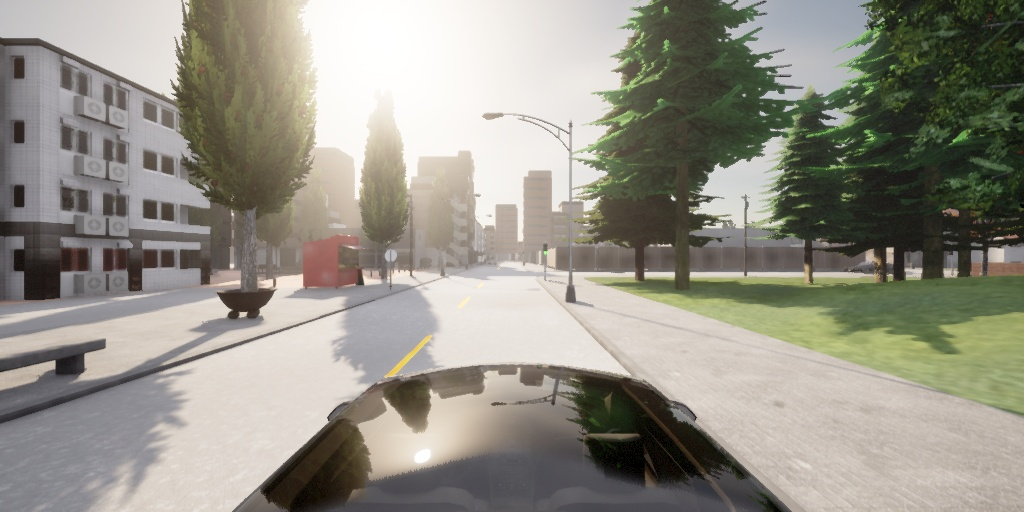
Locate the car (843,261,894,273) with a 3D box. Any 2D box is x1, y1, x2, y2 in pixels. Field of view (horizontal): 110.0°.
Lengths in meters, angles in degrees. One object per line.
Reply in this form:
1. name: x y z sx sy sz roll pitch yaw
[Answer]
1. car: 42.301 1.309 42.110 5.357 1.411 2.033 0 0 0
